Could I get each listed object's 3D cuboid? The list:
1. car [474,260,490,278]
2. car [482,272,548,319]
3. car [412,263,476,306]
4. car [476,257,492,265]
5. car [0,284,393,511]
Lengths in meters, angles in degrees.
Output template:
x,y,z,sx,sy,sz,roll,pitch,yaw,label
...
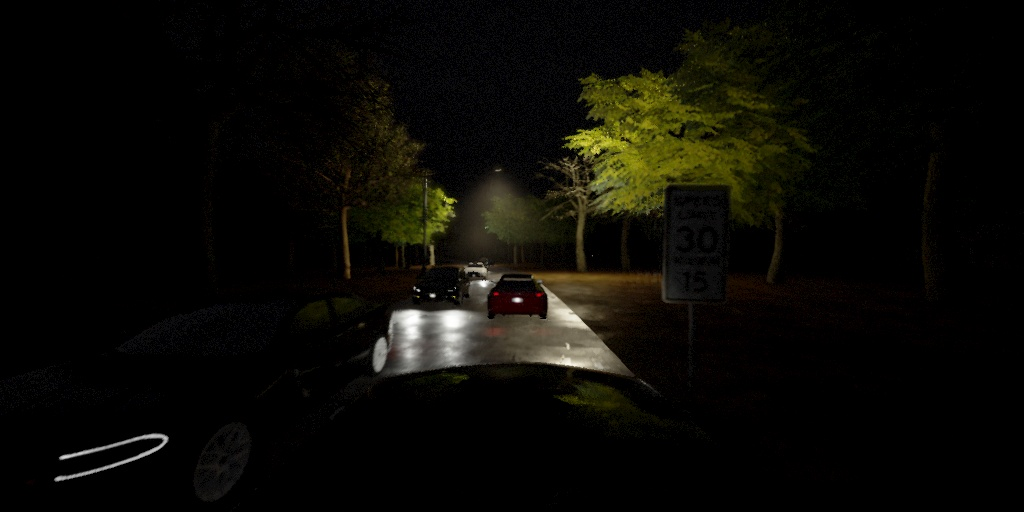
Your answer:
x,y,z,sx,sy,sz,roll,pitch,yaw,label
-3.129,1.301,31.066,1.812,1.442,4.674,1,0,-2,car
0.187,1.319,12.942,1.994,1.385,4.181,1,0,1,car
-2.902,1.221,15.602,1.837,1.490,4.892,1,0,0,car
-4.504,1.021,52.598,2.097,1.767,4.553,1,0,-6,car
-3.124,1.178,4.471,1.882,1.535,5.008,1,0,2,car
